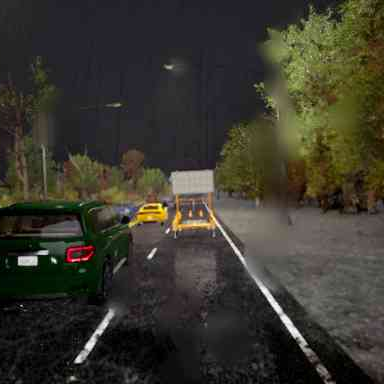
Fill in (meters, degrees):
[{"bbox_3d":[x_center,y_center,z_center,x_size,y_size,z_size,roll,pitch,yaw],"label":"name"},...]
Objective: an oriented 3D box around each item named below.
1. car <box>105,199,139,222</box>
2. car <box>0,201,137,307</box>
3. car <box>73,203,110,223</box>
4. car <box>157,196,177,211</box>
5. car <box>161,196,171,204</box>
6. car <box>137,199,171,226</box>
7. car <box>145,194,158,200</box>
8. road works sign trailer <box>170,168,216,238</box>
[{"bbox_3d":[-6.373,1.673,30.724,2.097,1.767,4.553,-3,0,1],"label":"car"},{"bbox_3d":[-2.845,1.220,8.181,2.150,2.045,5.566,0,0,-3],"label":"car"},{"bbox_3d":[-9.596,1.938,32.180,1.882,1.535,5.008,-3,0,1],"label":"car"},{"bbox_3d":[-2.774,1.625,41.675,2.128,1.511,4.902,-3,0,1],"label":"car"},{"bbox_3d":[-5.617,1.671,72.128,1.812,1.442,4.674,-3,0,1],"label":"car"},{"bbox_3d":[-2.961,1.658,25.612,1.882,1.535,5.008,-3,0,0],"label":"car"},{"bbox_3d":[-8.852,1.506,73.413,2.150,2.045,5.566,-3,0,1],"label":"car"},{"bbox_3d":[0.080,0.523,18.468,2.380,3.560,2.880,-3,0,1],"label":"road works sign trailer"}]
